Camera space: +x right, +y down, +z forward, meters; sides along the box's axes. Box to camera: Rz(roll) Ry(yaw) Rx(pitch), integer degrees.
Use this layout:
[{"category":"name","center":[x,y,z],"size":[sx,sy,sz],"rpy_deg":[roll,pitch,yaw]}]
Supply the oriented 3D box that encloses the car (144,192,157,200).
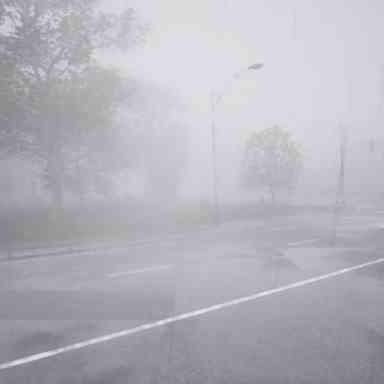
[{"category":"car","center":[-6.916,0.723,59.713],"size":[1.994,1.385,4.181],"rpy_deg":[-3,2,-38]}]
